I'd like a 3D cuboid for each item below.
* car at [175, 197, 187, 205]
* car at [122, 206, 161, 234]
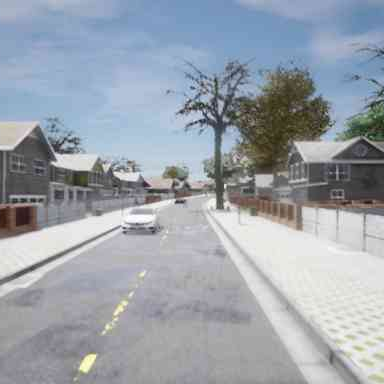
[{"bbox_3d":[-2.073,1.614,60.969,1.895,1.301,4.718,0,0,4],"label":"car"},{"bbox_3d":[-2.875,1.573,19.673,1.812,1.442,4.674,0,0,0],"label":"car"}]
